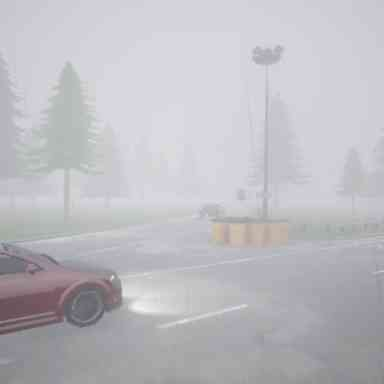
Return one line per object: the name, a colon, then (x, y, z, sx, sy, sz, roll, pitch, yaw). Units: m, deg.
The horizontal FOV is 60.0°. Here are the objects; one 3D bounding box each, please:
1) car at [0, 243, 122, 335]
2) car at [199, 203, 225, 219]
car: (-3.340, 1.572, 5.663, 4.181, 1.385, 1.994, 1, -1, -35)
car: (2.036, 1.831, 32.379, 1.837, 1.490, 4.892, 1, 0, 16)
